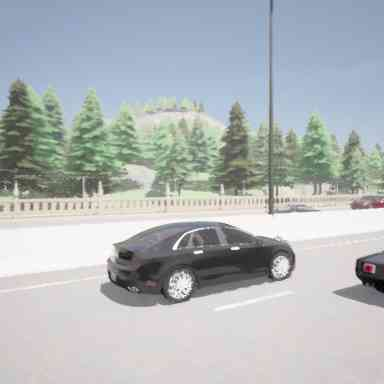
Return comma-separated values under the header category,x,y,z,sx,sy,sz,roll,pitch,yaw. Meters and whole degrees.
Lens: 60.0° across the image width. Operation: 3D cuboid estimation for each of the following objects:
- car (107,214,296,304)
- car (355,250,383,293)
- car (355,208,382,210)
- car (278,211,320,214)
category,x,y,z,sx,sy,sz,roll,pitch,yaw
car,0.444,1.455,8.043,4.892,1.490,1.837,0,0,-33
car,5.784,1.554,7.312,4.718,1.301,1.895,0,0,-32
car,19.536,1.124,36.535,4.553,1.767,2.097,0,0,-31
car,5.989,1.440,20.023,4.181,1.385,1.994,0,0,-31
